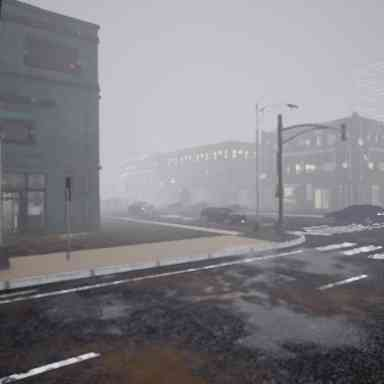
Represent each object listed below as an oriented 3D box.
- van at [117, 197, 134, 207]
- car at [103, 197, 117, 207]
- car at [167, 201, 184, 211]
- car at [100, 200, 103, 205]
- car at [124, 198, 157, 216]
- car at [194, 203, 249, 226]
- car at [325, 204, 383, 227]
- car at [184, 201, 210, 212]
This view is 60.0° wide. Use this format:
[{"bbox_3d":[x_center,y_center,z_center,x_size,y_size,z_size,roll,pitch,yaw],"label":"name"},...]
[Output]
[{"bbox_3d":[-11.553,1.857,60.077,1.690,1.788,3.998,-2,0,-35],"label":"van"},{"bbox_3d":[-14.763,1.890,64.586,2.192,1.841,5.009,-2,0,-35],"label":"car"},{"bbox_3d":[-1.920,1.916,46.547,1.802,1.307,4.206,-2,0,-35],"label":"car"},{"bbox_3d":[-17.966,2.178,69.097,1.887,1.381,4.507,-2,0,-35],"label":"car"},{"bbox_3d":[-5.543,1.813,37.176,1.967,1.590,4.097,-2,0,-35],"label":"car"},{"bbox_3d":[2.406,1.781,25.800,1.947,1.339,4.313,-2,0,-35],"label":"car"},{"bbox_3d":[11.459,1.563,22.969,1.812,1.442,4.674,0,-1,-29],"label":"car"},{"bbox_3d":[1.288,1.853,42.037,1.802,1.307,4.206,-2,0,-35],"label":"car"}]
